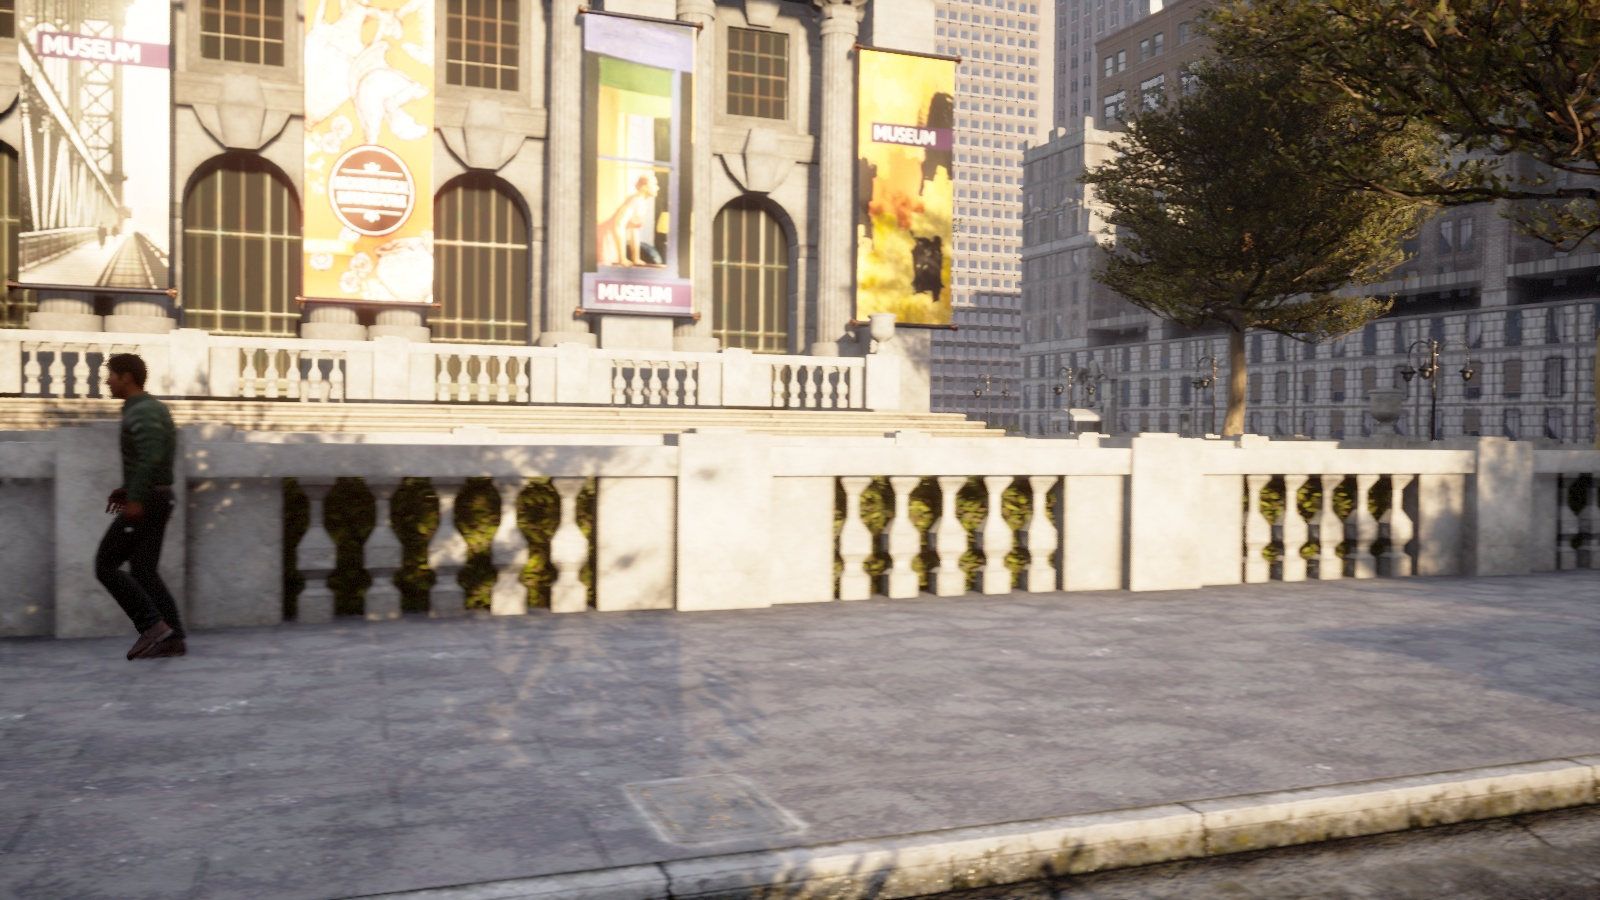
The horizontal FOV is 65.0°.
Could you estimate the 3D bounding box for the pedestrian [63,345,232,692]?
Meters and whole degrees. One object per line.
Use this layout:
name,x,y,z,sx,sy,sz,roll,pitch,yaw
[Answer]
pedestrian,-3.804,0.376,7.363,0.788,1.949,0.423,-1,1,-17
